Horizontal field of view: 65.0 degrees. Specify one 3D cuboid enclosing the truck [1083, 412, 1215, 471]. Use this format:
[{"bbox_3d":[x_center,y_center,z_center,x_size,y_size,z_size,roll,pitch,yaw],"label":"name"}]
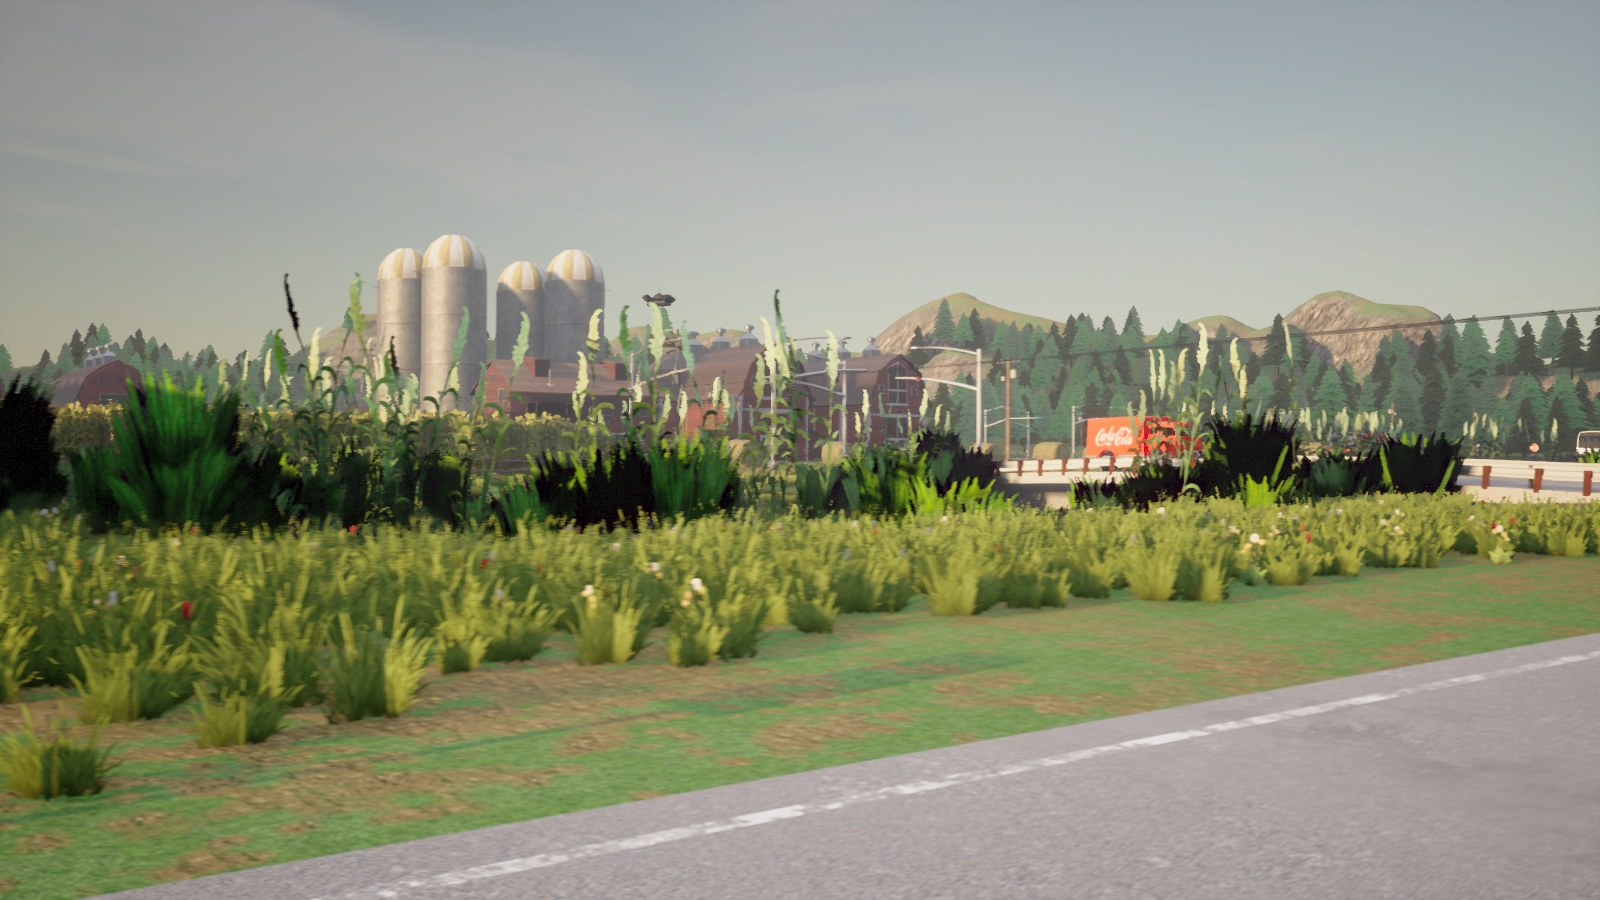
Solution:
[{"bbox_3d":[15.491,-0.335,56.065,2.627,2.467,5.204,0,-1,-33],"label":"truck"}]
